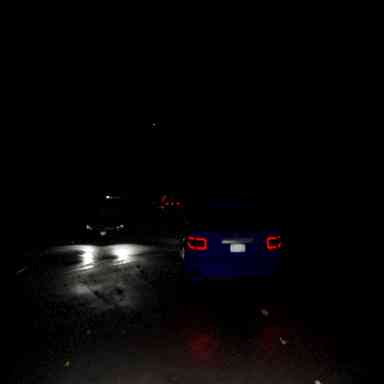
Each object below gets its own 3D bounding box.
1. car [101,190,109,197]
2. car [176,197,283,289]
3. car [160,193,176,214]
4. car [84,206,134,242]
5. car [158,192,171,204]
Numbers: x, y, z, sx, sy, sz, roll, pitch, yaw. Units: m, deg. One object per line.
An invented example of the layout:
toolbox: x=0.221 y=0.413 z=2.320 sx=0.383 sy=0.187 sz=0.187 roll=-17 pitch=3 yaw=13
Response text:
car: x=-19.364 y=0.337 z=76.216 sx=1.994 sy=1.385 sz=4.181 roll=-2 pitch=3 yaw=-34
car: x=0.747 y=1.182 z=9.212 sx=2.150 sy=2.045 sz=5.566 roll=0 pitch=0 yaw=-3
car: x=-2.212 y=1.209 z=36.537 sx=2.033 sy=1.411 sz=5.357 roll=0 pitch=1 yaw=-5
car: x=-3.892 y=1.449 z=16.282 sx=1.812 sy=1.442 sz=4.674 roll=0 pitch=0 yaw=-4
car: x=-3.600 y=0.808 z=47.063 sx=2.097 sy=1.767 sz=4.553 roll=-1 pitch=1 yaw=-13
